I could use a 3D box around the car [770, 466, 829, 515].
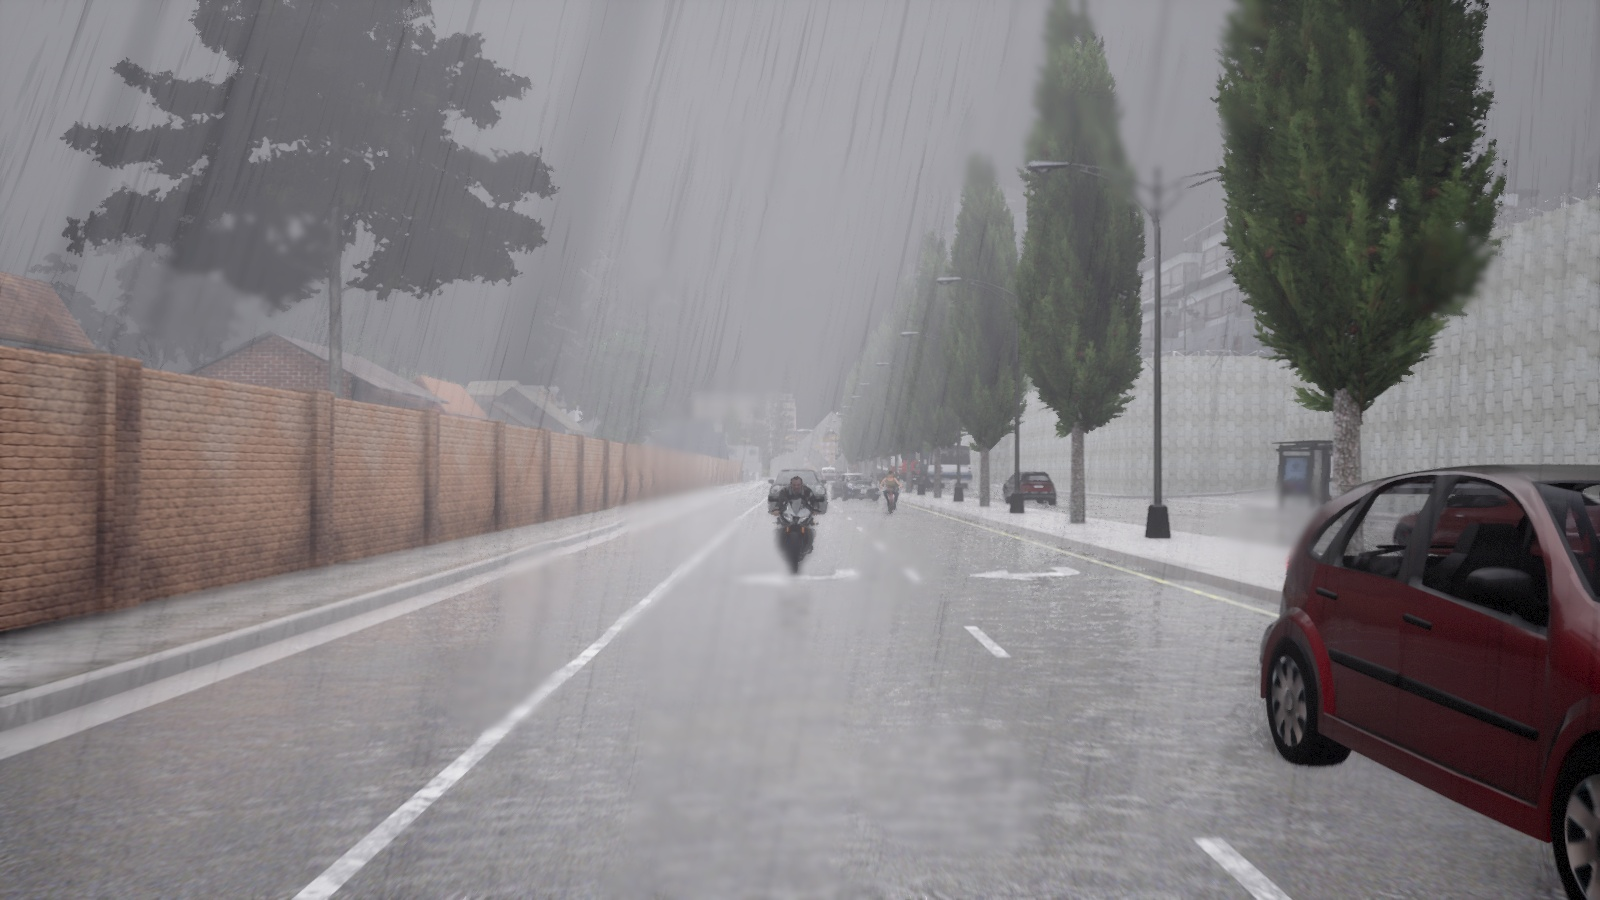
[{"bbox_3d":[-0.084,1.479,46.929,2.097,1.767,4.553,0,-1,-1],"label":"car"}]

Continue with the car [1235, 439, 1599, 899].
[{"bbox_3d":[3.486,0.792,5.367,1.851,1.617,3.988,0,-1,0],"label":"car"}]

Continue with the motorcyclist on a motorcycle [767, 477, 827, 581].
[{"bbox_3d":[-0.048,1.187,19.606,0.866,1.530,2.191,0,-1,0],"label":"motorcyclist on a motorcycle"}]

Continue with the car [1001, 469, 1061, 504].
[{"bbox_3d":[11.348,1.757,62.012,2.033,1.649,4.856,0,-1,0],"label":"car"}]

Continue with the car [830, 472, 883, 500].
[{"bbox_3d":[3.016,1.932,67.892,1.970,1.475,3.806,0,-1,-12],"label":"car"}]
